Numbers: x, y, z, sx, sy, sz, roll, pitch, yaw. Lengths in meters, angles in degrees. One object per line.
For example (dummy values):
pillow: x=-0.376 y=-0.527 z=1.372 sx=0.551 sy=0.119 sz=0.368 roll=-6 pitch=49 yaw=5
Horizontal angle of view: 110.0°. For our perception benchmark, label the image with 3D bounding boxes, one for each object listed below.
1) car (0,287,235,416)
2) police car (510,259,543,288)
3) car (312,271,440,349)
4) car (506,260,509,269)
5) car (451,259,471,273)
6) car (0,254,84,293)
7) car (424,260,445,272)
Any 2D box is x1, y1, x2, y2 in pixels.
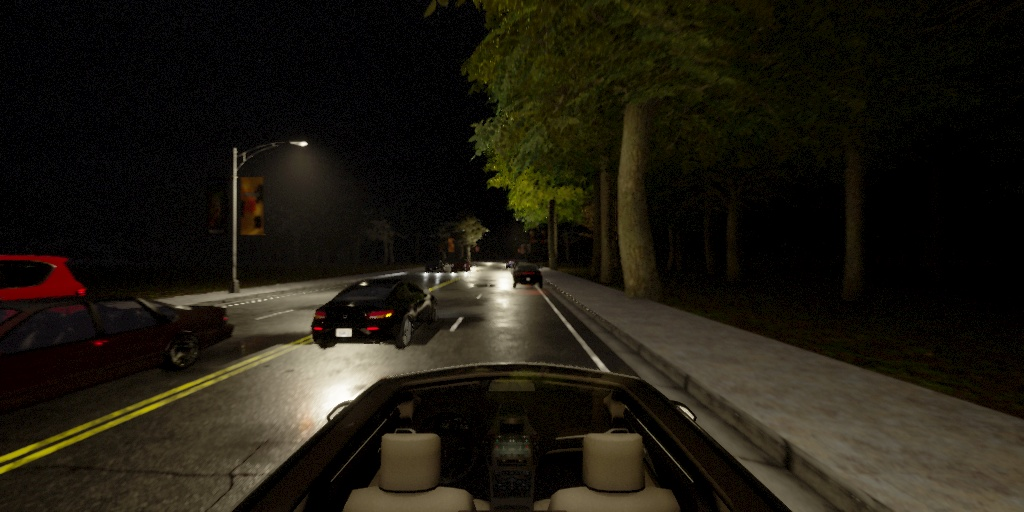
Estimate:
car: x=-6.602 y=1.299 z=4.943 sx=2.033 sy=1.411 sz=5.357 roll=0 pitch=0 yaw=0
police car: x=0.977 y=1.199 z=24.081 sx=1.930 sy=1.638 sz=5.238 roll=0 pitch=0 yaw=0
car: x=-3.163 y=1.279 z=9.046 sx=1.812 sy=1.442 sz=4.674 roll=0 pitch=0 yaw=0
car: x=0.005 y=1.423 z=57.315 sx=1.994 sy=1.385 sz=4.181 roll=0 pitch=0 yaw=0
car: x=-6.574 y=1.180 z=46.350 sx=2.097 sy=1.767 sz=4.553 roll=0 pitch=0 yaw=0
car: x=-9.852 y=0.972 z=5.089 sx=2.150 sy=2.045 sz=5.566 roll=0 pitch=0 yaw=0
car: x=-9.827 y=1.330 z=45.881 sx=1.837 sy=1.490 sz=4.892 roll=0 pitch=0 yaw=0
